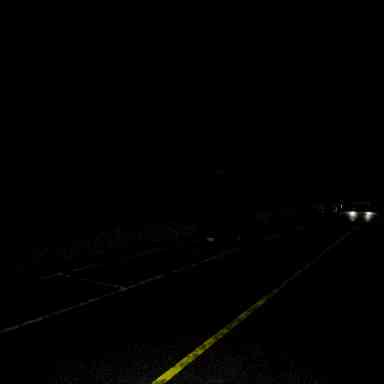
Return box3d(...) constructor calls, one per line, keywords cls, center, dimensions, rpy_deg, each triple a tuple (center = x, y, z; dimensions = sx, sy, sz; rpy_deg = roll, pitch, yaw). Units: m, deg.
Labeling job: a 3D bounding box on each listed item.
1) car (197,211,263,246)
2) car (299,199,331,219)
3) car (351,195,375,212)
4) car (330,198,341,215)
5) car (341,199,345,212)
box3d(cls="car", center=(1.917, 1.566, 15.417), dimensions=(1.947, 1.339, 4.313), rpy_deg=(0, 0, 32))
box3d(cls="car", center=(10.740, 1.583, 29.450), dimensions=(1.802, 1.307, 4.206), rpy_deg=(0, 0, 32))
box3d(cls="car", center=(20.208, 1.480, 39.517), dimensions=(1.882, 1.535, 5.008), rpy_deg=(0, 0, 33))
box3d(cls="car", center=(13.681, 1.567, 34.127), dimensions=(1.947, 1.339, 4.313), rpy_deg=(0, 0, 32))
box3d(cls="car", center=(16.622, 1.442, 38.804), dimensions=(1.967, 1.590, 4.097), rpy_deg=(0, 0, 32))
